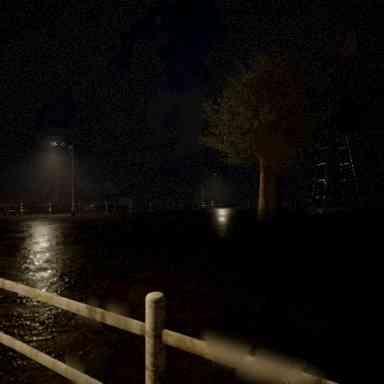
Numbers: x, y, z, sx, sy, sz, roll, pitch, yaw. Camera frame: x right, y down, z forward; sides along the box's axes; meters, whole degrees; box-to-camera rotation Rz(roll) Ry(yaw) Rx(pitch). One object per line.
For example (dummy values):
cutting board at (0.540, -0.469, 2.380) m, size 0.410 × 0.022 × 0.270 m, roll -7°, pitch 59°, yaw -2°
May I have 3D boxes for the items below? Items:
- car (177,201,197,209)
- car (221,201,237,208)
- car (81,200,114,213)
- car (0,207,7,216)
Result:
car at (-0.965, 2.470, 63.528) m, size 2.128 × 1.511 × 4.902 m, roll -2°, pitch -2°, yaw 36°
car at (7.718, 2.624, 69.445) m, size 1.994 × 1.385 × 4.181 m, roll -2°, pitch -2°, yaw 36°
car at (-13.186, 1.965, 46.650) m, size 2.097 × 1.767 × 4.553 m, roll -2°, pitch -2°, yaw 36°
car at (-21.869, 1.893, 34.542) m, size 1.812 × 1.442 × 4.674 m, roll -2°, pitch -2°, yaw 36°
